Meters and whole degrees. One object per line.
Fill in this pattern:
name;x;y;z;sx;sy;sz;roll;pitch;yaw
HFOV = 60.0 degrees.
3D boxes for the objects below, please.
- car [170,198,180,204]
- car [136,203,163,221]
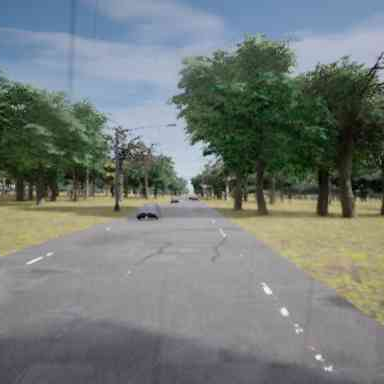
car;-3.634;1.963;70.630;1.895;1.301;4.718;0;0;0
car;-3.649;1.682;29.389;2.033;1.411;5.357;0;0;0
